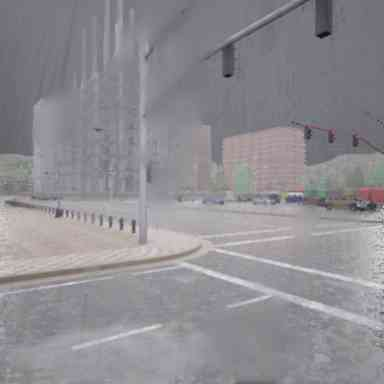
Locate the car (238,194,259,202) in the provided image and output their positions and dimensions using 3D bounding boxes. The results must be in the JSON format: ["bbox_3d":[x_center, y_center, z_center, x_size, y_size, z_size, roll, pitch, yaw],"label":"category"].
[{"bbox_3d":[12.675,1.324,74.831,1.932,1.855,4.605,0,0,-35],"label":"car"}]

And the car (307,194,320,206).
[{"bbox_3d":[25.917,1.343,65.758,1.932,1.855,4.605,0,0,-35],"label":"car"}]

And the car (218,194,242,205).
[{"bbox_3d":[8.153,1.548,71.562,1.970,1.475,3.806,0,0,-35],"label":"car"}]

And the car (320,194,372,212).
[{"bbox_3d":[17.694,1.271,38.466,1.932,1.855,4.605,0,0,-35],"label":"car"}]

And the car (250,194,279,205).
[{"bbox_3d":[12.186,1.530,55.908,1.970,1.475,3.806,0,0,-35],"label":"car"}]

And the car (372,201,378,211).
[{"bbox_3d":[20.086,1.283,40.096,1.905,1.878,3.866,0,0,-35],"label":"car"}]

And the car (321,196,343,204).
[{"bbox_3d":[28.316,1.563,67.381,1.784,1.438,3.905,0,0,-35],"label":"car"}]

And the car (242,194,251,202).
[{"bbox_3d":[10.515,1.526,73.237,1.784,1.438,3.905,0,0,-35],"label":"car"}]
